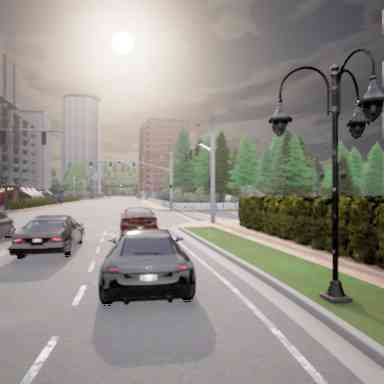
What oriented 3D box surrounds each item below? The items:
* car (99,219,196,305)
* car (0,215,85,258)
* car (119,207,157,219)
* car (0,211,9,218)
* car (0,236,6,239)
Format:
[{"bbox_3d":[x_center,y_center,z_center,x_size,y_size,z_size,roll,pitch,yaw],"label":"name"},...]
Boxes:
[{"bbox_3d":[-1.132,1.608,8.305,1.994,1.385,4.181,0,0,-9],"label":"car"},{"bbox_3d":[-5.466,1.618,13.140,2.033,1.411,5.357,0,0,-11],"label":"car"},{"bbox_3d":[-3.022,1.574,18.515,1.882,1.535,5.008,0,0,-12],"label":"car"},{"bbox_3d":[-9.509,1.588,14.902,1.837,1.490,4.892,0,-1,-12],"label":"car"},{"bbox_3d":[-3.893,1.510,2.866,2.128,1.511,4.902,0,0,-5],"label":"car"}]
